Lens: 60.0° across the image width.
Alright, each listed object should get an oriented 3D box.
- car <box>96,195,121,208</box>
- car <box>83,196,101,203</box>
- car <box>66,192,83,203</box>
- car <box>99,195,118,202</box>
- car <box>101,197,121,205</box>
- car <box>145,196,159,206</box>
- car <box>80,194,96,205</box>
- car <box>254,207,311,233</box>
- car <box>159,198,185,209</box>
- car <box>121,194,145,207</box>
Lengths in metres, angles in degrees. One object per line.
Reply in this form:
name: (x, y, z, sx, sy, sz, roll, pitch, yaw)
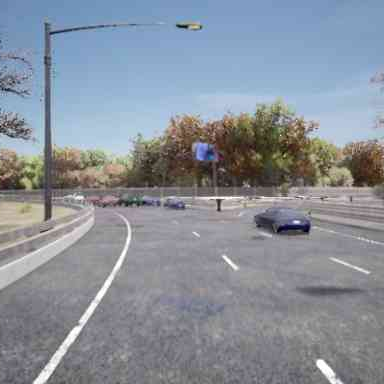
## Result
car: (-12.656, 1.568, 49.928, 1.812, 1.442, 4.674, 0, 0, -28)
car: (-20.430, 1.437, 68.084, 1.994, 1.385, 4.181, 0, 0, -41)
car: (-23.197, 1.120, 65.937, 2.150, 2.045, 5.566, 0, 0, -41)
car: (-17.683, 1.398, 70.253, 1.812, 1.442, 4.674, 0, 0, -41)
car: (-14.607, 1.650, 60.017, 1.895, 1.301, 4.718, 0, 0, -35)
car: (-6.717, 1.372, 53.650, 2.097, 1.767, 4.553, 0, 0, -28)
car: (-17.296, 1.537, 57.716, 1.882, 1.535, 5.008, 0, 0, -35)
car: (5.140, 1.548, 19.451, 1.994, 1.385, 4.181, 0, 0, -10)
car: (-2.403, 1.542, 44.443, 1.812, 1.442, 4.674, 0, 0, -24)
car: (-9.775, 1.253, 51.975, 2.150, 2.045, 5.566, 0, 0, -28)
